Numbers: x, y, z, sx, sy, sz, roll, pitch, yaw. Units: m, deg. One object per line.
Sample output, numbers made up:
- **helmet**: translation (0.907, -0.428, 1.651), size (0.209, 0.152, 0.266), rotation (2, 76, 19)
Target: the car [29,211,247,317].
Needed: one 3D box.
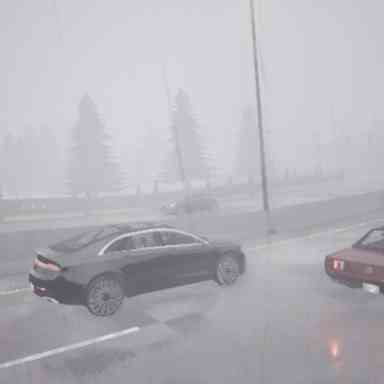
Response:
- **car**: translation (-0.904, 1.431, 7.400), size (4.902, 1.511, 2.128), rotation (-2, 1, -35)

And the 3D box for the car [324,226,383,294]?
- **car**: translation (5.082, 1.382, 7.370), size (4.718, 1.301, 1.895), rotation (-3, 2, -35)

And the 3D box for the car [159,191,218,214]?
- **car**: translation (-0.264, 0.810, 25.295), size (4.553, 1.767, 2.097), rotation (-5, 3, -35)
